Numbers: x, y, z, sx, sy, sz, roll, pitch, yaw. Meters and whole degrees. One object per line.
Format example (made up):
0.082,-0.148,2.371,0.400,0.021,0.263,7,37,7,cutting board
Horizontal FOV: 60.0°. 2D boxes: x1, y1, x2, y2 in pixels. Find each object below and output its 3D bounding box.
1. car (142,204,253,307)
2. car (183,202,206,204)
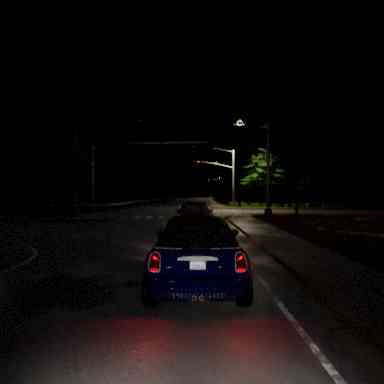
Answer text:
0.106,1.341,8.115,2.097,1.767,4.553,0,0,0,car
0.116,1.325,18.236,2.097,1.767,4.553,0,0,0,car
